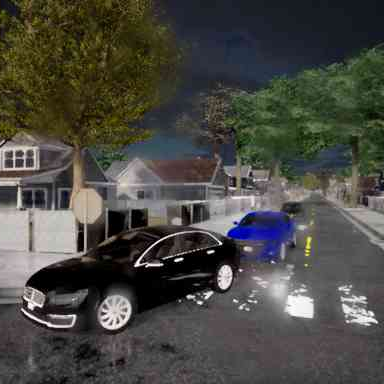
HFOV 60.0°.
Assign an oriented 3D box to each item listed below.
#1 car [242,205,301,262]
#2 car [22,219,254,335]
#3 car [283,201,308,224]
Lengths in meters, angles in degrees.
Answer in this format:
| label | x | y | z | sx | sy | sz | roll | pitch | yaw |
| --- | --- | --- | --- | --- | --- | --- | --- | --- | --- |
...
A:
| label | x | y | z | sx | sy | sz | roll | pitch | yaw |
| --- | --- | --- | --- | --- | --- | --- | --- | --- | --- |
| car | 2.729 | 1.476 | 12.474 | 1.882 | 1.535 | 5.008 | 0 | 0 | 24 |
| car | -0.865 | 1.506 | 6.937 | 1.837 | 1.490 | 4.892 | 0 | 0 | 42 |
| car | 7.606 | 1.504 | 25.150 | 1.837 | 1.490 | 4.892 | 0 | 0 | 21 |
